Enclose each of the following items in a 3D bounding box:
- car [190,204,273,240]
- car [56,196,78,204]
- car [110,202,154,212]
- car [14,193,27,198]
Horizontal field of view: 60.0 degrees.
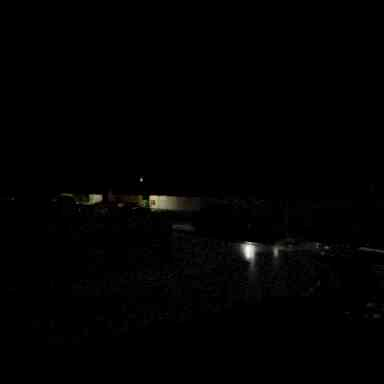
[{"bbox_3d":[1.877,1.402,17.029,1.882,1.535,5.008,0,0,-36],"label":"car"},{"bbox_3d":[-15.674,1.284,41.622,1.837,1.490,4.892,0,0,-35],"label":"car"},{"bbox_3d":[-4.796,1.467,26.346,1.895,1.301,4.718,0,0,-36],"label":"car"},{"bbox_3d":[-43.318,1.095,85.067,2.033,1.411,5.357,0,0,-36],"label":"car"}]
